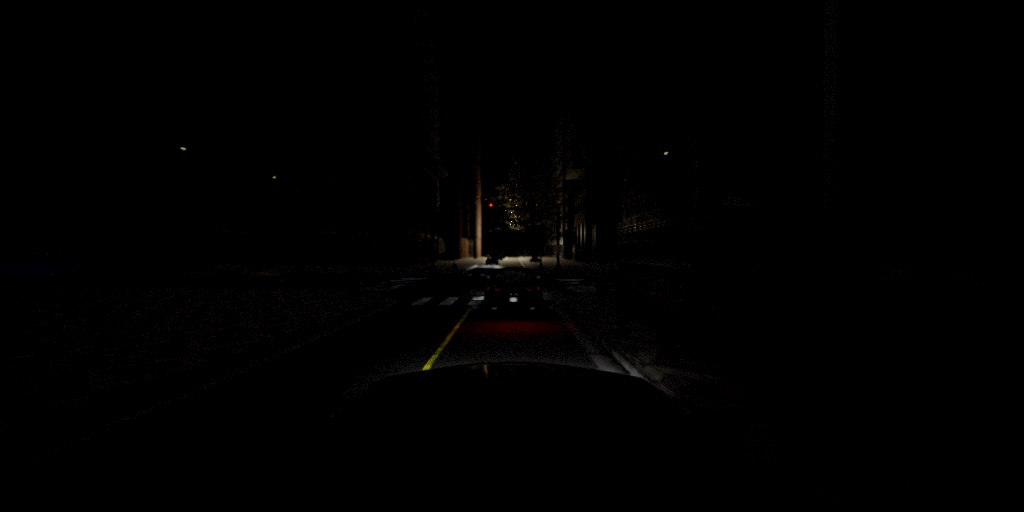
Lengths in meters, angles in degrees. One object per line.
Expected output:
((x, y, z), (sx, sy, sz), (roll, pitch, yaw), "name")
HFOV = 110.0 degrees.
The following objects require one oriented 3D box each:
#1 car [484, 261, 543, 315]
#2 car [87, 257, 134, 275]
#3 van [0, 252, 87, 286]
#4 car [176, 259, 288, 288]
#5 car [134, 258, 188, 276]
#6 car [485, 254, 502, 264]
((0.058, 1.130, 13.159), (1.882, 1.535, 5.008), (0, 0, 0), "car")
((-31.920, 0.749, 28.161), (4.507, 1.381, 1.888), (0, 0, 0), "car")
((-26.346, 0.688, 19.602), (3.998, 1.789, 1.690), (0, 0, 0), "van")
((-14.935, 0.995, 19.534), (4.829, 1.417, 1.751), (0, 0, 0), "car")
((-26.303, 0.840, 28.128), (4.313, 1.339, 1.948), (0, 0, 0), "car")
((-3.054, 0.714, 55.343), (1.895, 1.301, 4.718), (0, 1, 0), "car")
